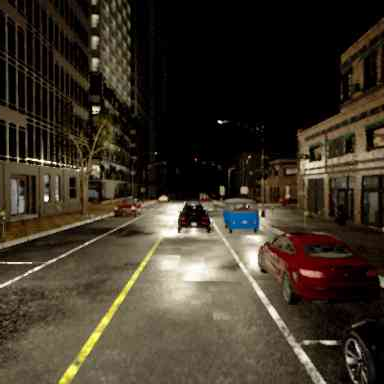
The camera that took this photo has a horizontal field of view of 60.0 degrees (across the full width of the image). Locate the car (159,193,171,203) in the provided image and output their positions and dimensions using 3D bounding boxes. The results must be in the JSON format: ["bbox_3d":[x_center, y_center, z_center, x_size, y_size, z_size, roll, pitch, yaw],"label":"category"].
[{"bbox_3d":[-5.818,1.367,67.719,1.752,1.417,4.829,-1,0,0],"label":"car"}]

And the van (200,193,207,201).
[{"bbox_3d":[2.701,1.157,79.119,1.690,1.788,3.998,-1,0,0],"label":"van"}]

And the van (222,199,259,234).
[{"bbox_3d":[2.682,1.296,18.854,1.690,1.788,3.998,-1,0,0],"label":"van"}]

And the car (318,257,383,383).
[{"bbox_3d":[2.680,1.560,2.252,1.947,1.339,4.313,-1,0,0],"label":"car"}]

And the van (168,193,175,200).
[{"bbox_3d":[-5.643,1.131,90.464,1.690,1.788,3.998,-1,0,0],"label":"van"}]

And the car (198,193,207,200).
[{"bbox_3d":[2.702,1.118,84.763,2.192,1.841,5.009,-1,0,0],"label":"car"}]

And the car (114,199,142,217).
[{"bbox_3d":[-5.693,1.369,29.941,1.967,1.590,4.097,-1,0,0],"label":"car"}]

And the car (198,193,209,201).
[{"bbox_3d":[2.700,1.268,73.475,1.967,1.590,4.097,-1,0,0],"label":"car"}]

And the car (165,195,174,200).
[{"bbox_3d":[-5.641,1.369,84.821,1.947,1.339,4.313,-1,0,0],"label":"car"}]

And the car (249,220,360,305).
[{"bbox_3d":[2.682,1.563,7.786,1.802,1.307,4.206,-1,0,0],"label":"car"}]

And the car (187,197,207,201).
[{"bbox_3d":[0.112,1.470,32.506,2.033,1.411,5.357,0,0,0],"label":"car"}]

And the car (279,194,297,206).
[{"bbox_3d":[16.544,1.296,53.182,5.009,1.841,2.192,1,0,1],"label":"car"}]

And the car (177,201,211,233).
[{"bbox_3d":[0.112,1.479,19.386,1.812,1.442,4.674,0,0,0],"label":"car"}]

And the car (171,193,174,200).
[{"bbox_3d":[-5.645,1.394,73.532,1.947,1.339,4.313,-1,0,0],"label":"car"}]
